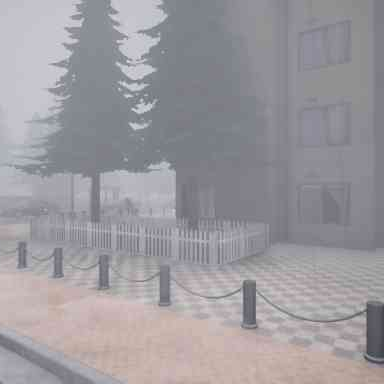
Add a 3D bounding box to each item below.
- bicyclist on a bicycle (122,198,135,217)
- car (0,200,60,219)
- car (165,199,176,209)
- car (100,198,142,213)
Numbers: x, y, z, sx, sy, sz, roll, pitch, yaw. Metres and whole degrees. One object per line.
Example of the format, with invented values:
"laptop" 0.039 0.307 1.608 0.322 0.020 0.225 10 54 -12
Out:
"bicyclist on a bicycle" -5.345 1.285 27.851 1.656 1.620 0.582 0 0 37
"car" -13.951 1.476 28.893 2.128 1.511 4.902 0 0 37
"car" -1.612 1.510 45.076 1.812 1.442 4.674 0 0 37
"car" -7.825 1.462 36.946 1.882 1.535 5.008 0 0 37
